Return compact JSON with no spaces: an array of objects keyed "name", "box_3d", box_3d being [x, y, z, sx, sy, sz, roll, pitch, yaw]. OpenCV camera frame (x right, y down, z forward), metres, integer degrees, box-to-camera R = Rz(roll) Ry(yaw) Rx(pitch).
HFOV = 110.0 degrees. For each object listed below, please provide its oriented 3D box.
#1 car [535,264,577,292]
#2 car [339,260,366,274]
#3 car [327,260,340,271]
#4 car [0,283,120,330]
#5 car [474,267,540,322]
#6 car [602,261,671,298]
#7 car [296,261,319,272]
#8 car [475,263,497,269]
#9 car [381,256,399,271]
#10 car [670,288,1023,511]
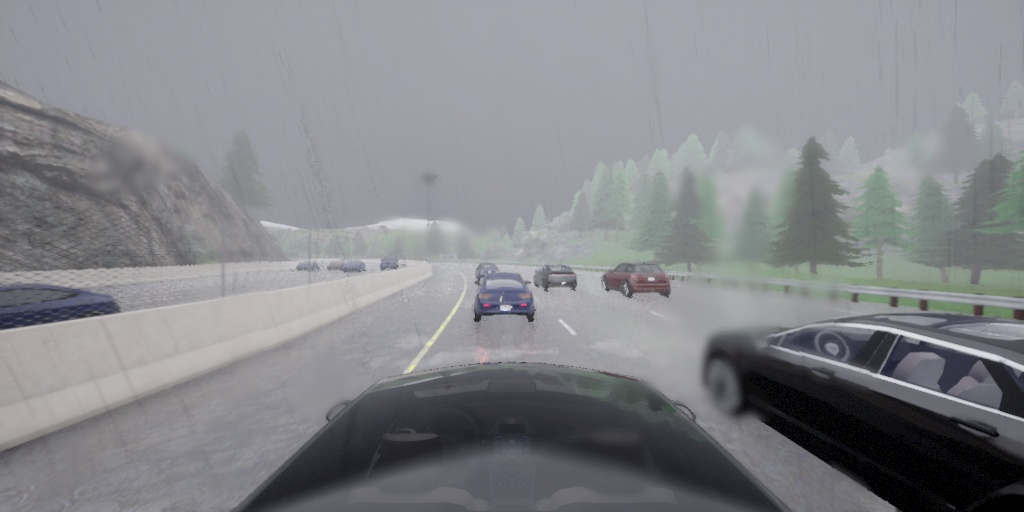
[{"name":"car","box_3d":[2.497,1.239,21.420,2.128,1.511,4.902,0,0,-6]},{"name":"car","box_3d":[-18.955,1.271,43.298,1.882,1.535,5.008,0,0,-13]},{"name":"car","box_3d":[-24.163,1.330,49.794,1.812,1.442,4.674,0,0,-15]},{"name":"car","box_3d":[-10.761,1.298,7.126,1.812,1.442,4.674,0,0,-2]},{"name":"car","box_3d":[-0.312,1.278,12.275,1.812,1.442,4.674,0,0,-3]},{"name":"car","box_3d":[6.261,1.091,18.629,2.097,1.767,4.553,0,0,-4]},{"name":"car","box_3d":[-27.361,1.336,48.226,1.812,1.442,4.674,0,0,-15]},{"name":"car","box_3d":[-2.117,1.305,30.551,2.033,1.411,5.357,0,0,-8]},{"name":"car","box_3d":[-17.004,1.012,50.143,2.150,2.045,5.566,0,0,-14]},{"name":"car","box_3d":[3.521,1.235,3.007,2.128,1.511,4.902,0,0,0]}]
